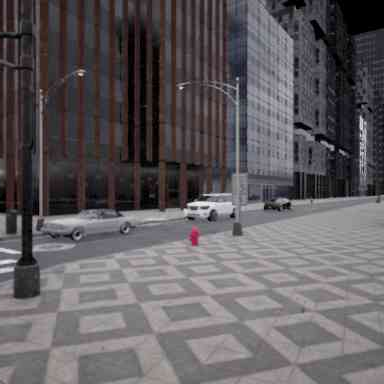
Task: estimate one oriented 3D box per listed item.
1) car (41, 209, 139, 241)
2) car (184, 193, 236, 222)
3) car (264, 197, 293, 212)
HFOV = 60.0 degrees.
[{"bbox_3d":[-4.919,1.543,16.557,1.895,1.301,4.718,0,0,35],"label":"car"},{"bbox_3d":[1.677,1.134,25.864,2.150,2.045,5.566,0,0,36],"label":"car"},{"bbox_3d":[9.633,1.357,37.018,1.882,1.535,5.008,0,1,35],"label":"car"}]
